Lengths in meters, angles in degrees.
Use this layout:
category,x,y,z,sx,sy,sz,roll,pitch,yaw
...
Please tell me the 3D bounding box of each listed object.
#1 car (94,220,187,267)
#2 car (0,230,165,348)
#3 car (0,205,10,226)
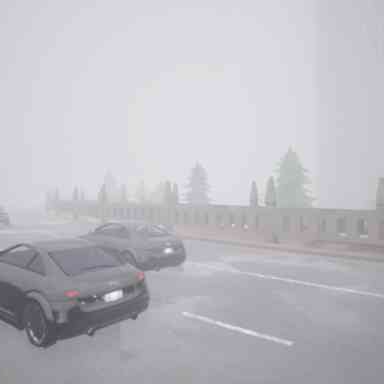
category,x,y,z,sx,sy,sz,roll,pitch,yaw
car,-2.163,1.596,10.529,4.181,1.385,1.994,0,0,41
car,-2.767,1.582,6.434,4.181,1.385,1.994,0,0,39
car,-14.198,1.613,23.500,2.033,1.411,5.357,0,0,-36
